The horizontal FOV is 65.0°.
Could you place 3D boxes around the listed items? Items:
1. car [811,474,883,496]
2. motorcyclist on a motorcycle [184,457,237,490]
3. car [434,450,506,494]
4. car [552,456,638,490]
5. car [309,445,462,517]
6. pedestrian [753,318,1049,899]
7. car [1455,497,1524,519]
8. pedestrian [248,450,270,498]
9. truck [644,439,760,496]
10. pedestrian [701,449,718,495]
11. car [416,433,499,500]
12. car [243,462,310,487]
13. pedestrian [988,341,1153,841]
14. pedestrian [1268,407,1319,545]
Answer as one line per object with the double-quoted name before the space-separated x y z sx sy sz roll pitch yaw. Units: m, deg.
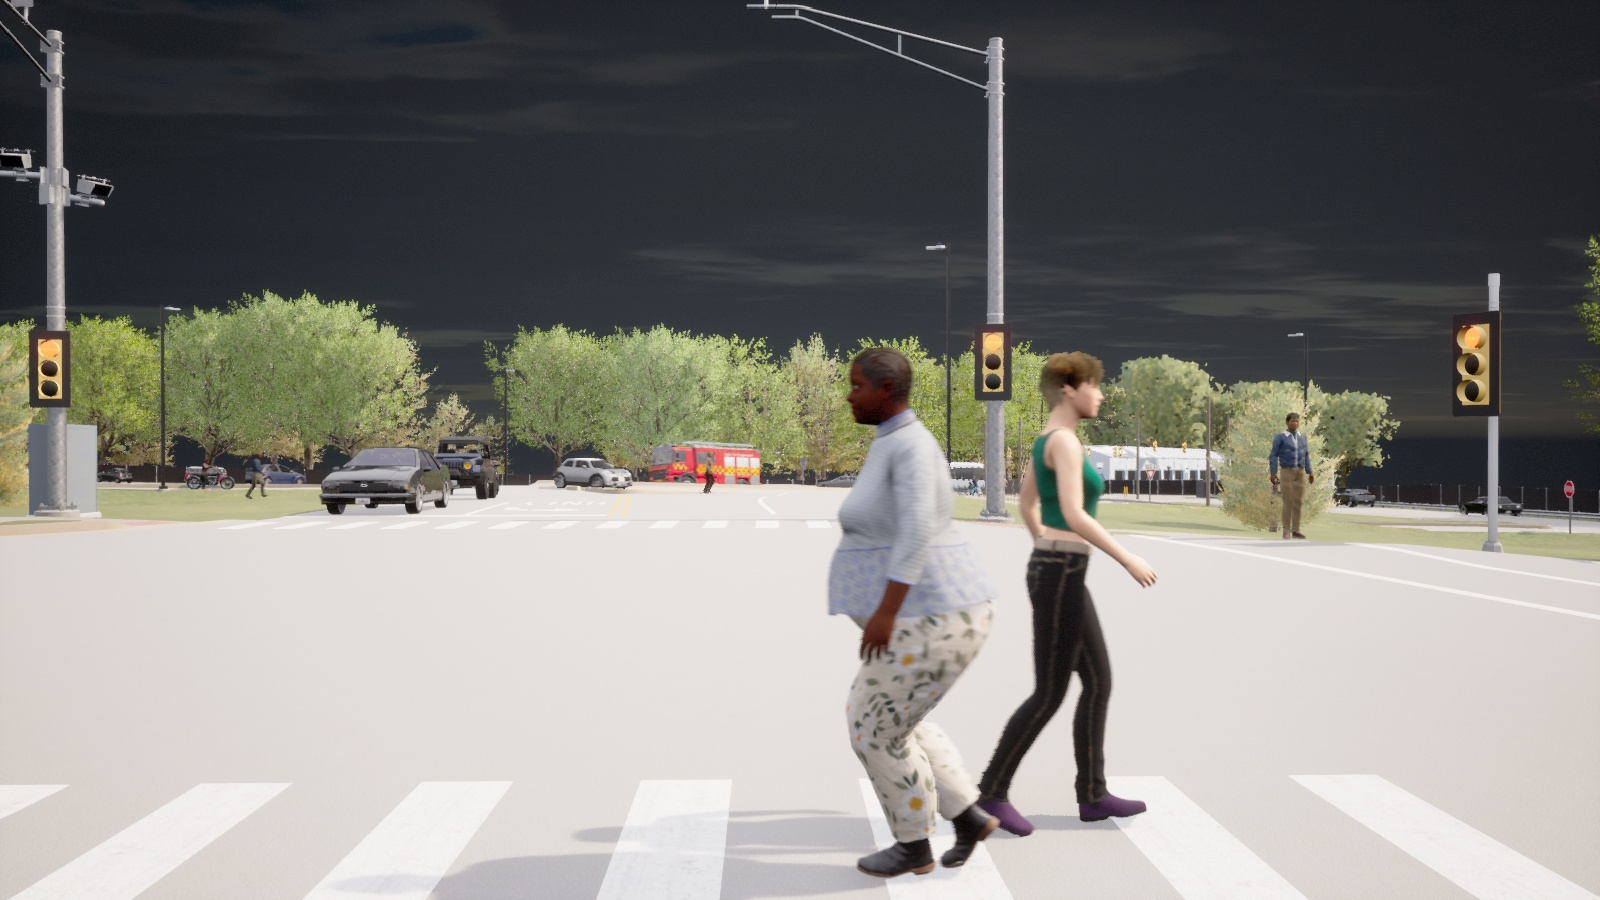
"car" 3.512 2.609 93.372 4.902 1.511 2.128 0 -3 26
"motorcyclist on a motorcycle" -30.485 1.222 64.985 2.350 1.649 0.766 1 0 -8
"car" -12.070 0.813 45.692 2.128 1.511 4.902 0 -1 -19
"car" -9.907 1.094 60.551 3.806 1.475 1.970 1 1 36
"car" -8.879 0.613 27.407 2.033 1.411 5.357 0 0 -6
"pedestrian" 0.332 0.522 4.285 0.900 1.855 0.874 0 1 4
"car" 44.873 3.739 81.800 1.895 1.301 4.718 0 -1 0
"pedestrian" -20.986 0.922 48.698 0.726 1.835 0.370 0 1 -10
"truck" -7.291 1.372 94.147 8.468 3.827 2.891 3 -6 -39
"pedestrian" -3.679 0.904 50.964 0.634 1.846 0.331 0 1 24
"car" -10.076 0.493 37.225 1.905 1.878 3.866 0 -1 -8
"car" -36.079 1.715 86.682 1.851 1.617 3.988 -1 -3 27
"pedestrian" 1.027 0.517 4.824 0.594 1.836 0.345 0 1 10
"pedestrian" 7.141 0.368 18.201 0.423 1.949 0.788 0 1 0
